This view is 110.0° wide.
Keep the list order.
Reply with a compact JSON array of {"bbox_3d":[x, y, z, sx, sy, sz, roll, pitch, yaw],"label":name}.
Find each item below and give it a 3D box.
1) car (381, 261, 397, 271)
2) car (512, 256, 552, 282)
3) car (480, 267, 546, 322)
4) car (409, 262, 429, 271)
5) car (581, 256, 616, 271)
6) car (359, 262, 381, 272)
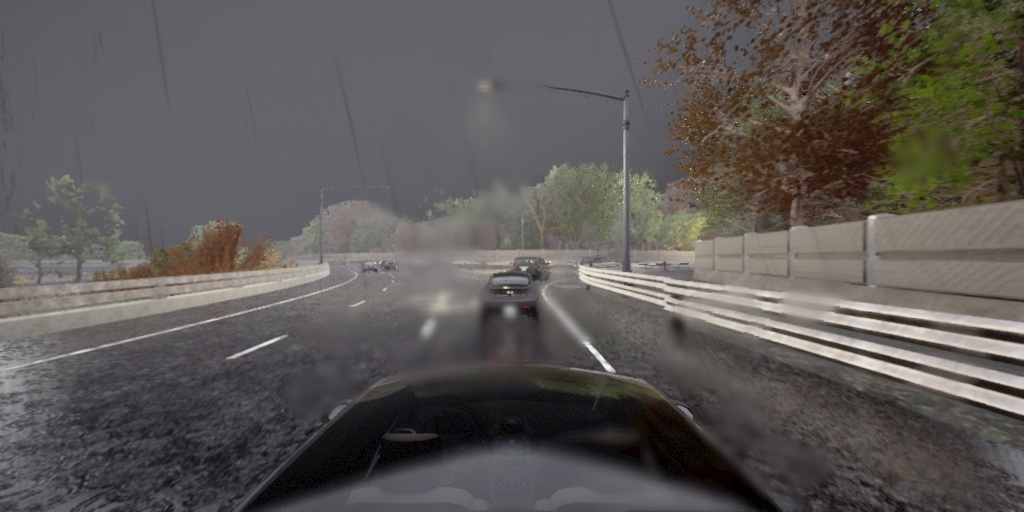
[{"bbox_3d":[-19.090,1.437,55.072,1.837,1.490,4.892,0,0,-31],"label":"car"},{"bbox_3d":[1.528,1.041,26.978,2.150,2.045,5.566,-1,0,15],"label":"car"},{"bbox_3d":[-0.032,1.285,12.374,1.837,1.490,4.892,0,0,0],"label":"car"},{"bbox_3d":[-13.852,1.519,53.009,1.895,1.301,4.718,0,0,-29],"label":"car"},{"bbox_3d":[10.340,1.075,42.938,2.150,2.045,5.566,-1,-1,43],"label":"car"},{"bbox_3d":[-19.840,1.464,49.462,2.033,1.411,5.357,0,0,-28],"label":"car"}]
